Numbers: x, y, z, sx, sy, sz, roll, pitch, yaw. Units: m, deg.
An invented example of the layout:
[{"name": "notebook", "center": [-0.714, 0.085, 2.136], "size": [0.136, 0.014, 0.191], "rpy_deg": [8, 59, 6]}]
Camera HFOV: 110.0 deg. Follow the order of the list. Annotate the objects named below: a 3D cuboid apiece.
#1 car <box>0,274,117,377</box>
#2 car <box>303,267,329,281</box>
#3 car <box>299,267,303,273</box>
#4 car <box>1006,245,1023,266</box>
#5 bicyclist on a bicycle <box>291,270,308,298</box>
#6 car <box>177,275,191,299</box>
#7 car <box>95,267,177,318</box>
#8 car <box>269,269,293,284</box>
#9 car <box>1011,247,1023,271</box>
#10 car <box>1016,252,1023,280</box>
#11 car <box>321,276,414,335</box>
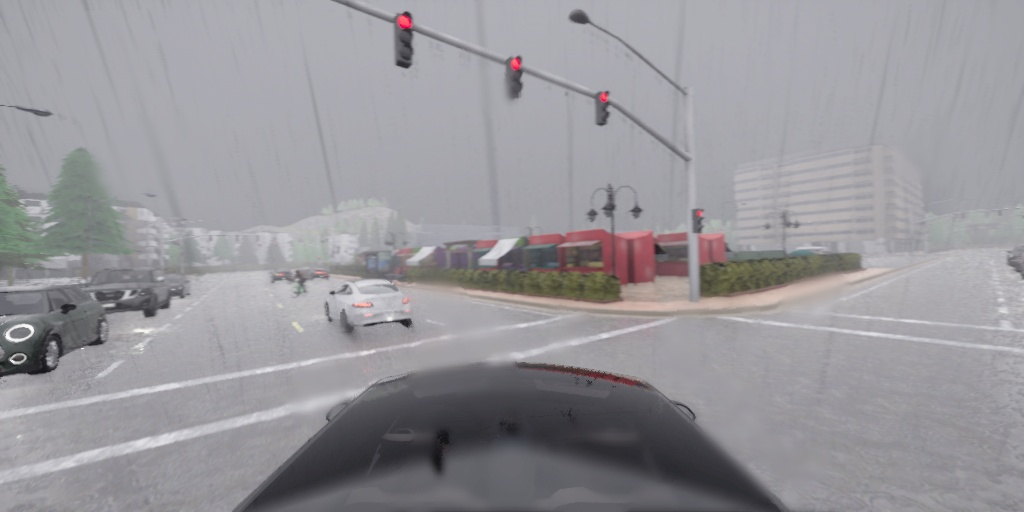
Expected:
[{"name": "car", "center": [-10.668, 1.448, 7.572], "size": [2.097, 1.767, 4.553], "rpy_deg": [-2, 0, -36]}, {"name": "car", "center": [-22.543, 2.049, 41.619], "size": [1.837, 1.490, 4.892], "rpy_deg": [-2, 0, -37]}, {"name": "car", "center": [-28.136, 2.209, 48.997], "size": [1.882, 1.535, 5.008], "rpy_deg": [-2, 0, -37]}, {"name": "car", "center": [41.558, -0.089, 28.821], "size": [4.553, 1.767, 2.097], "rpy_deg": [-2, 0, -37]}, {"name": "bicyclist on a bicycle", "center": [-12.612, 1.646, 21.286], "size": [0.582, 1.620, 1.656], "rpy_deg": [-2, 0, 1]}, {"name": "car", "center": [-22.291, 1.989, 23.316], "size": [1.837, 1.490, 4.892], "rpy_deg": [-2, 0, -36]}, {"name": "car", "center": [-16.417, 1.509, 15.370], "size": [2.150, 2.045, 5.566], "rpy_deg": [-2, 0, -36]}, {"name": "car", "center": [-24.784, 2.107, 38.595], "size": [1.837, 1.490, 4.892], "rpy_deg": [-2, 0, -37]}, {"name": "car", "center": [33.403, 0.308, 22.705], "size": [4.674, 1.442, 1.812], "rpy_deg": [-2, 0, -36]}, {"name": "car", "center": [25.292, 0.605, 16.669], "size": [4.718, 1.301, 1.895], "rpy_deg": [-2, 0, -37]}, {"name": "car", "center": [-4.570, 1.452, 11.314], "size": [1.812, 1.442, 4.674], "rpy_deg": [-1, 0, -36]}]
